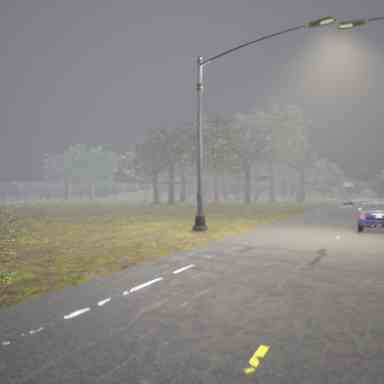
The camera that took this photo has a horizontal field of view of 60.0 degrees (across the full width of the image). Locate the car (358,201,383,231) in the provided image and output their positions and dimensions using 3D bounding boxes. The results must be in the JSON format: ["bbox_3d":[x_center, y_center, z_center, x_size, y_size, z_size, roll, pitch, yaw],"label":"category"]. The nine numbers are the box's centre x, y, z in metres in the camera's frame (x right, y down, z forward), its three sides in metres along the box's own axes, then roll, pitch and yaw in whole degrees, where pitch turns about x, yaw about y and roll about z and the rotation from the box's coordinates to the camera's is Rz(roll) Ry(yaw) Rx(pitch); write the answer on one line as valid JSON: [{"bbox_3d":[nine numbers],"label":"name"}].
[{"bbox_3d":[11.270,1.376,20.152,2.097,1.767,4.553,0,0,28],"label":"car"}]

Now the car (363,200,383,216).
[{"bbox_3d":[18.977,1.618,34.648,1.994,1.385,4.181,0,0,28],"label":"car"}]

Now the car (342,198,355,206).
[{"bbox_3d":[27.359,1.699,58.042,2.033,1.411,5.357,0,0,28],"label":"car"}]
